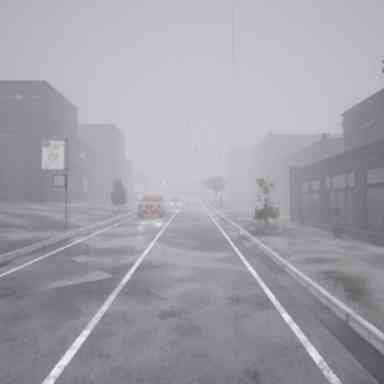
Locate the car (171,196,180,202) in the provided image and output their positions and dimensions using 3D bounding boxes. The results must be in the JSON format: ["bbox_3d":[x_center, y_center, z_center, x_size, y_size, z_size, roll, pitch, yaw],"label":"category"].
[{"bbox_3d":[-3.490,1.423,71.056,1.895,1.301,4.718,0,1,0],"label":"car"}]

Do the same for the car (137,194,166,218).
[{"bbox_3d":[-3.563,1.221,30.309,2.150,2.045,5.566,0,0,0],"label":"car"}]
